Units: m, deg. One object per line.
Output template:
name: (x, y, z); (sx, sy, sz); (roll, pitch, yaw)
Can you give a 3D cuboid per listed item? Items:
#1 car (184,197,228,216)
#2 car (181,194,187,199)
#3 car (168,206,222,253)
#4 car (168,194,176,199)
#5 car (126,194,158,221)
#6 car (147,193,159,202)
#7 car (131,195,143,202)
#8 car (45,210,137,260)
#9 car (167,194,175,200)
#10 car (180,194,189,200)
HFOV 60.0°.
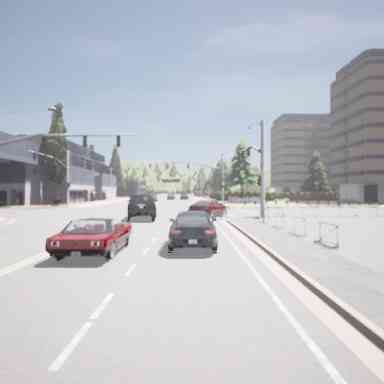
car: (1.494, 1.418, 28.742); (1.882, 1.535, 5.008); (-1, 0, 26)
car: (-2.236, 1.240, 95.466); (1.812, 1.442, 4.674); (0, 0, -2)
car: (0.032, 1.497, 13.469); (1.812, 1.442, 4.674); (0, 0, 0)
car: (-5.736, 1.311, 95.406); (1.895, 1.301, 4.718); (0, 0, -2)
car: (-4.061, 1.168, 26.610); (2.150, 2.045, 5.566); (0, 0, -9)
car: (-8.675, 1.201, 74.005); (2.097, 1.767, 4.553); (0, 0, -2)
car: (-12.172, 1.441, 73.854); (1.895, 1.301, 4.718); (0, 0, -2)
car: (-3.469, 1.575, 12.198); (1.895, 1.301, 4.718); (0, 0, 0)
car: (-5.457, 1.358, 84.773); (2.033, 1.411, 5.357); (0, 0, -2)
car: (-1.974, 1.171, 85.460); (2.097, 1.767, 4.553); (0, 0, -2)
